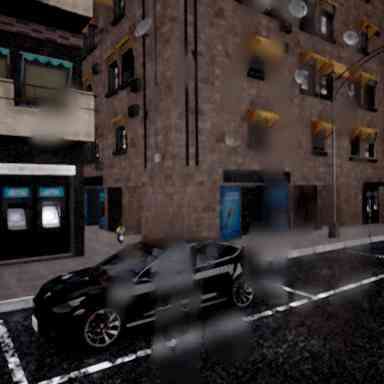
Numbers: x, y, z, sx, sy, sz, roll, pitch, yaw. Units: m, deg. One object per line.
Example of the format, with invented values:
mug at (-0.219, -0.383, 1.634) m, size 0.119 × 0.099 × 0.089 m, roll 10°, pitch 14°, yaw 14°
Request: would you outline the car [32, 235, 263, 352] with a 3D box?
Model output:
car at (-0.551, 1.544, 6.173) m, size 4.313 × 1.339 × 1.947 m, roll -1°, pitch 0°, yaw -36°
